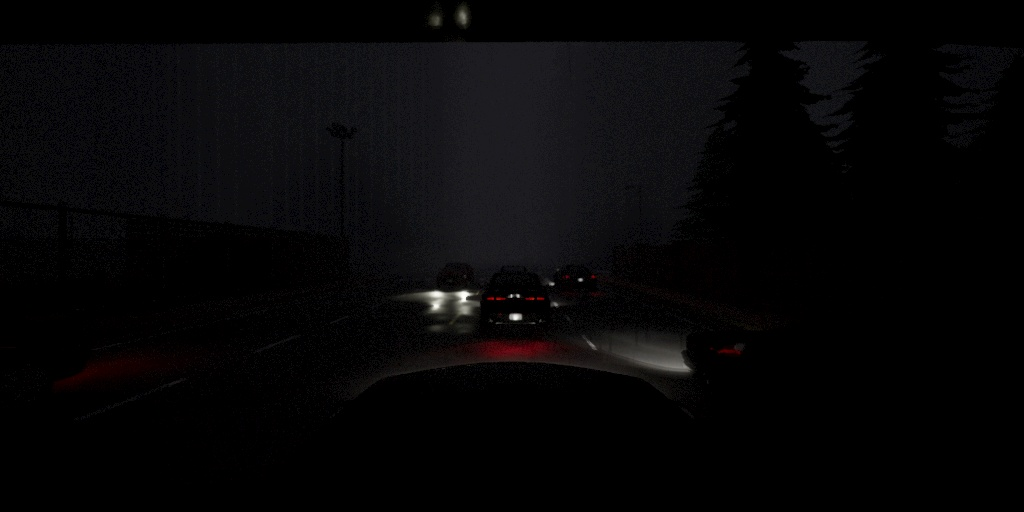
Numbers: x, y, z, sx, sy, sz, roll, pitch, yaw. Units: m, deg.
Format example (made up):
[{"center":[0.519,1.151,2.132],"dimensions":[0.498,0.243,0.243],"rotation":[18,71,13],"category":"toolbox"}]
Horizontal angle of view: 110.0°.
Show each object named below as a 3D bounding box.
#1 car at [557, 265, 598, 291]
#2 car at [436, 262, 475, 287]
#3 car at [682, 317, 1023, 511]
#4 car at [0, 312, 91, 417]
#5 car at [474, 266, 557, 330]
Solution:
[{"center":[3.587,1.196,20.755],"dimensions":[1.994,1.385,4.181],"rotation":[0,0,0],"category":"car"},{"center":[-3.512,1.138,22.973],"dimensions":[1.882,1.535,5.008],"rotation":[0,0,0],"category":"car"},{"center":[3.609,1.288,3.206],"dimensions":[2.033,1.411,5.357],"rotation":[0,0,0],"category":"car"},{"center":[-7.097,1.219,3.058],"dimensions":[1.882,1.535,5.008],"rotation":[0,0,0],"category":"car"},{"center":[0.089,1.197,10.933],"dimensions":[1.837,1.490,4.892],"rotation":[0,0,0],"category":"car"}]
